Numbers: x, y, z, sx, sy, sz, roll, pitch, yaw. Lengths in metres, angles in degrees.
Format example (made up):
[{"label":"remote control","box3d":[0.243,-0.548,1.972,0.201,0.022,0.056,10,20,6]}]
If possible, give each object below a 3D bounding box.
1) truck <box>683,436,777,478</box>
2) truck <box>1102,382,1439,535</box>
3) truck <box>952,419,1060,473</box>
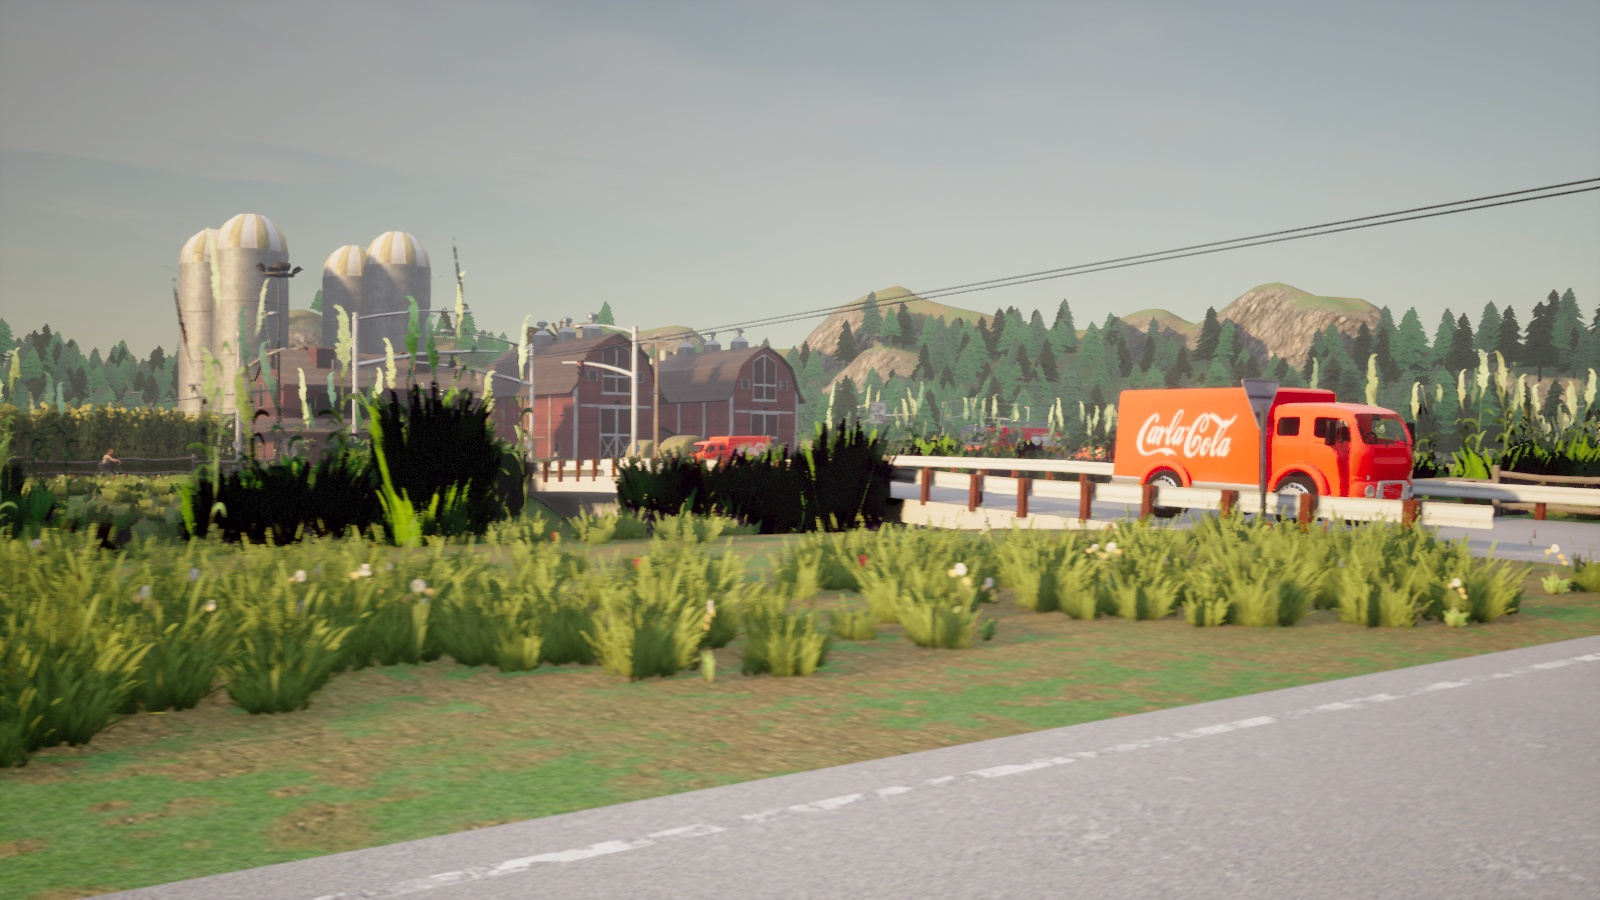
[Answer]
[{"label":"truck","box3d":[-4.351,0.405,77.934,5.204,2.467,2.627,-2,1,-38]},{"label":"truck","box3d":[8.469,0.058,23.135,2.627,2.467,5.204,0,2,-33]},{"label":"truck","box3d":[15.357,-0.259,93.171,8.468,3.827,2.891,0,0,-38]}]
